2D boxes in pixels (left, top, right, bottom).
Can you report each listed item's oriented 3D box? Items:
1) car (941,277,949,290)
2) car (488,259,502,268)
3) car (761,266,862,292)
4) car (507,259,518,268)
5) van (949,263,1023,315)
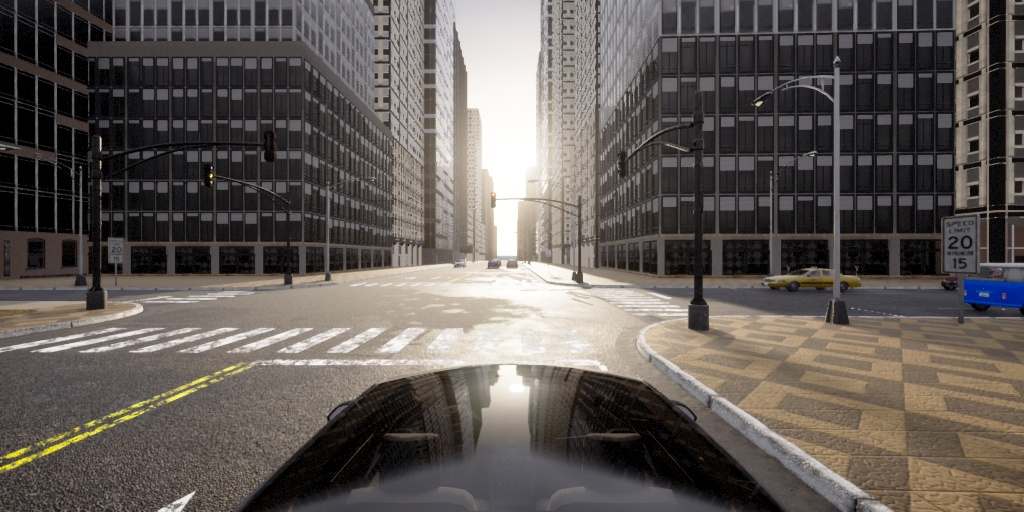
[{"bbox_3d":[26.933,1.356,20.155,4.207,1.307,1.802,0,0,2],"label":"car"},{"bbox_3d":[-3.211,1.336,62.826,1.882,1.535,5.008,0,0,0],"label":"car"},{"bbox_3d":[17.099,1.293,20.646,4.829,1.417,1.751,0,0,2],"label":"car"},{"bbox_3d":[0.039,1.425,63.657,1.994,1.385,4.181,0,0,0],"label":"car"},{"bbox_3d":[18.365,1.119,12.473,3.998,1.789,1.690,0,0,2],"label":"van"}]
